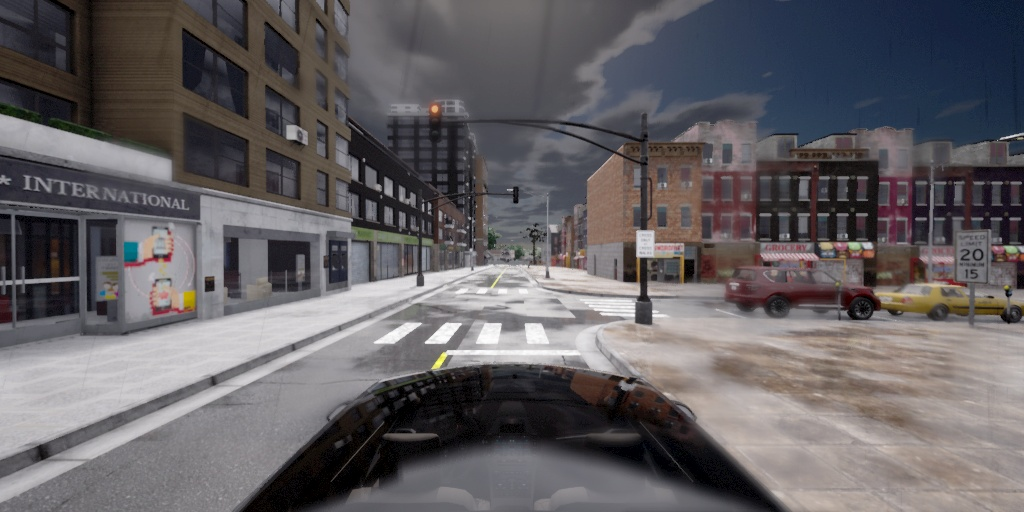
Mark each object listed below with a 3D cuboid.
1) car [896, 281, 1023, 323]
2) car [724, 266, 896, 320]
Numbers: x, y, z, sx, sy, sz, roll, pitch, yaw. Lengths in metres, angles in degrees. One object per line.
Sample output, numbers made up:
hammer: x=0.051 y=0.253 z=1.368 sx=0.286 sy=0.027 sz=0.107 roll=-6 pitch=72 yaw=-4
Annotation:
car: x=16.548 y=1.656 z=13.620 sx=4.829 sy=1.417 sz=1.751 roll=0 pitch=0 yaw=0
car: x=10.833 y=1.344 z=13.649 sx=5.009 sy=1.841 sz=2.192 roll=0 pitch=0 yaw=0
